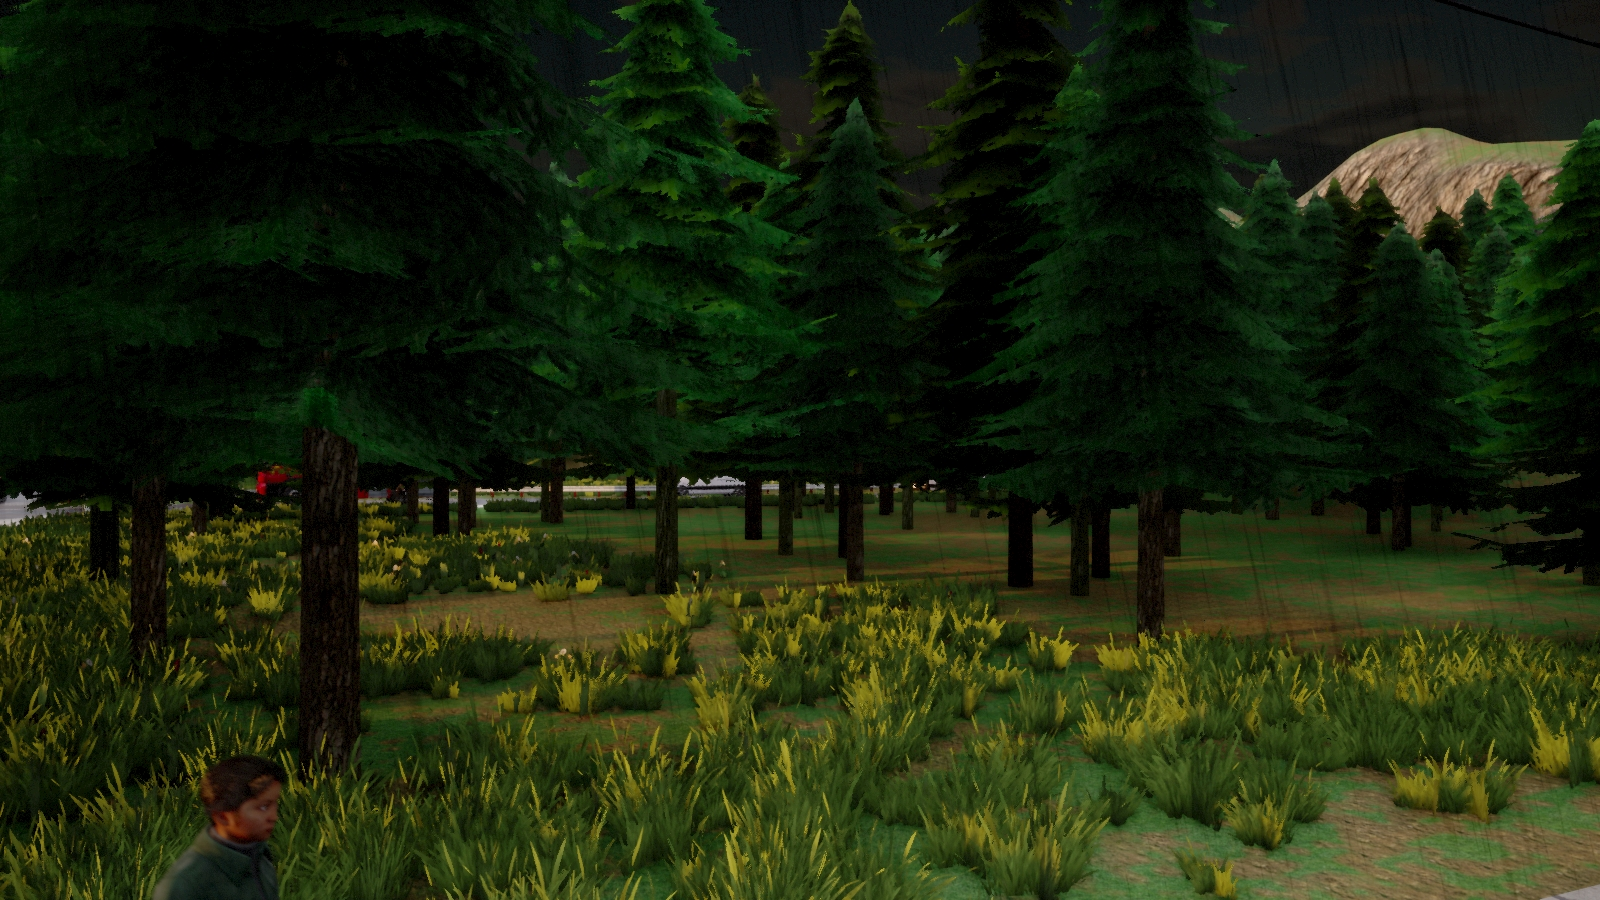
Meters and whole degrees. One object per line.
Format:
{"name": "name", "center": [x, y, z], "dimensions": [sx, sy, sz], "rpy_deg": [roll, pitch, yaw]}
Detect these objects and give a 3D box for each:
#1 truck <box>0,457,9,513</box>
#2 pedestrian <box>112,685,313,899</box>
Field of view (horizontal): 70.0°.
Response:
{"name": "truck", "center": [-38.055, 1.557, 50.127], "dimensions": [5.204, 2.467, 2.627], "rpy_deg": [0, 0, -28]}
{"name": "pedestrian", "center": [-1.706, 1.663, 3.347], "dimensions": [0.375, 1.860, 0.375], "rpy_deg": [0, 0, 8]}
